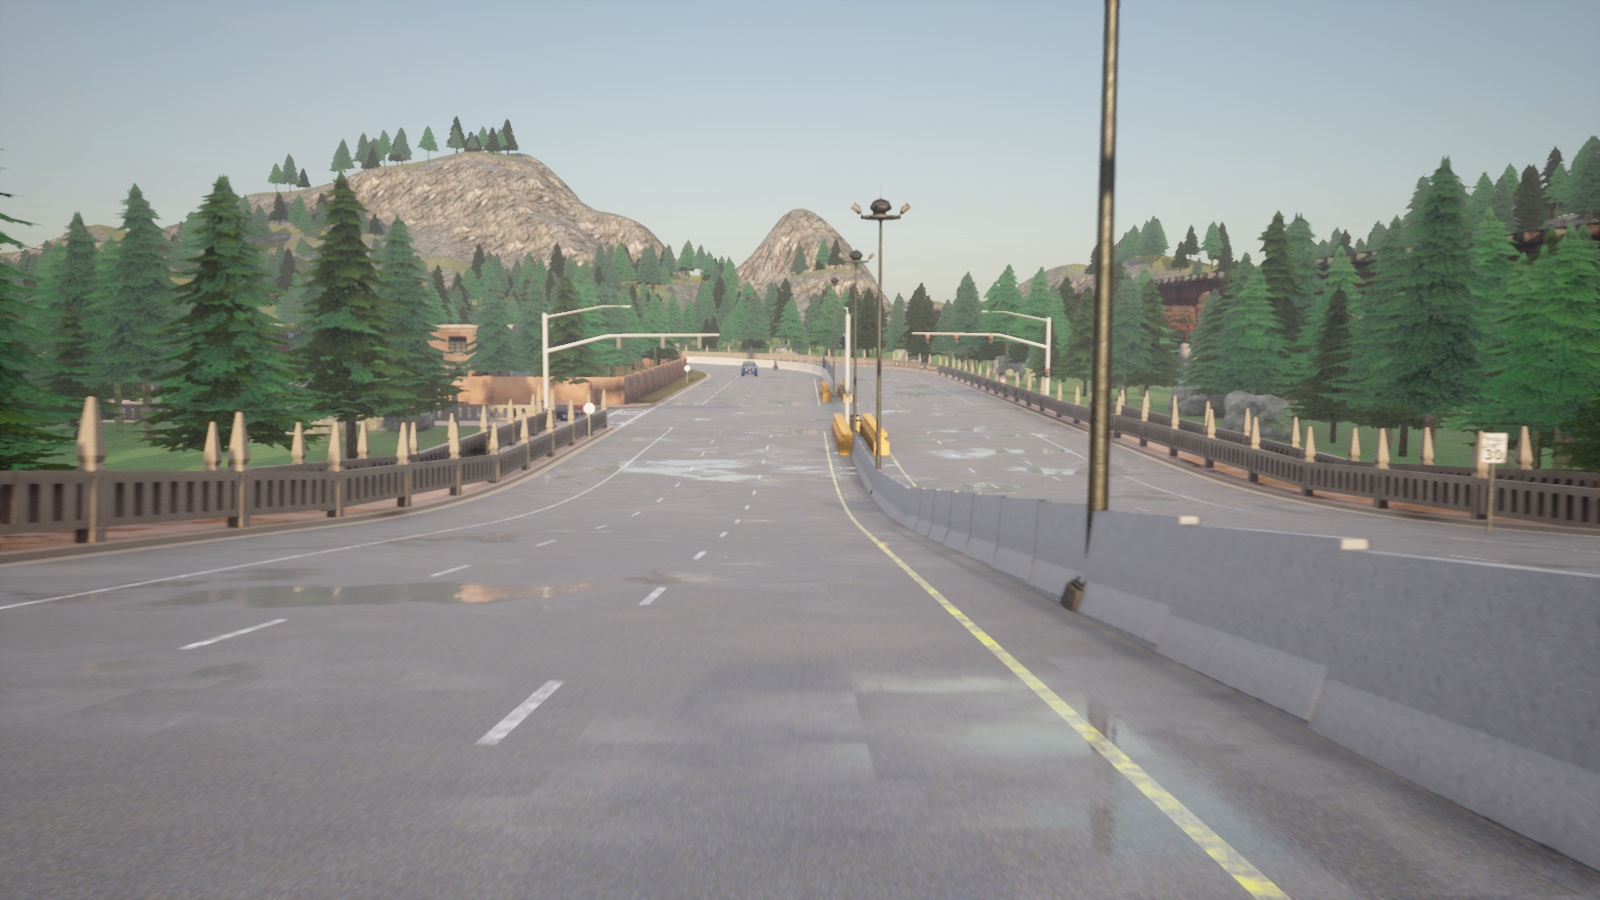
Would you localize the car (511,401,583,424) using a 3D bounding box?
[{"bbox_3d":[-18.814,-2.795,93.404,4.902,1.511,2.128,0,6,0],"label":"car"}]
